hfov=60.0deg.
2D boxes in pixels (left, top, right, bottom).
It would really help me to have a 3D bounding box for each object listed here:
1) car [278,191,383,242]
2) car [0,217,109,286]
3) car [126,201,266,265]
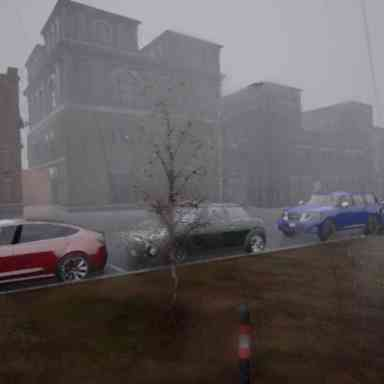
[{"bbox_3d":[6.443,0.990,15.197,5.566,2.045,2.435,-1,0,-33],"label":"car"},{"bbox_3d":[-4.334,1.358,7.477,4.792,1.488,2.163,0,1,-33],"label":"car"},{"bbox_3d":[0.219,1.156,10.744,4.553,1.767,2.185,0,0,-33],"label":"car"}]
